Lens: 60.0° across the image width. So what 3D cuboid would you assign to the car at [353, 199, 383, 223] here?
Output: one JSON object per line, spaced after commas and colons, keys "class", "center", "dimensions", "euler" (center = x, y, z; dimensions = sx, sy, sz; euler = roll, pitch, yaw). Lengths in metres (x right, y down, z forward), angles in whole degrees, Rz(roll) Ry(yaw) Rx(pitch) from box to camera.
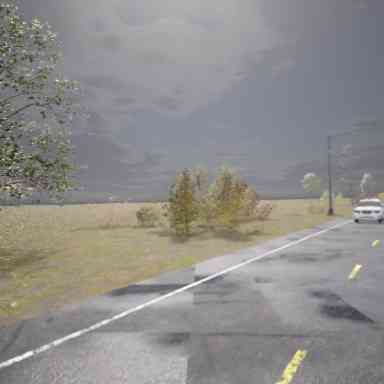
{"class": "car", "center": [16.191, 1.683, 30.194], "dimensions": [2.150, 2.045, 5.566], "euler": [-2, -2, 34]}
